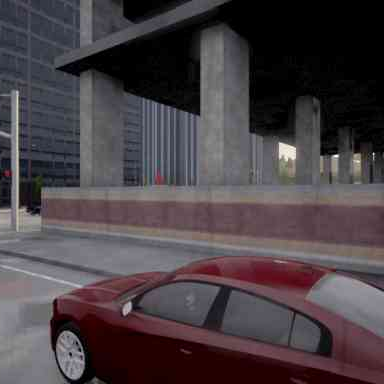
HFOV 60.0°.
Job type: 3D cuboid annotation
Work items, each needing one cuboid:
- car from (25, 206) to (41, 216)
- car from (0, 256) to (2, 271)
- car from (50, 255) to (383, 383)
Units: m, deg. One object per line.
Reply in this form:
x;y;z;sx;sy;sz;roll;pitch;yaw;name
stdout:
-14.129;1.650;33.535;1.895;1.301;4.718;0;0;36;car
-6.923;1.562;8.871;4.181;1.385;1.994;0;0;36;car
0.425;1.477;3.686;5.008;1.535;1.882;0;0;35;car
